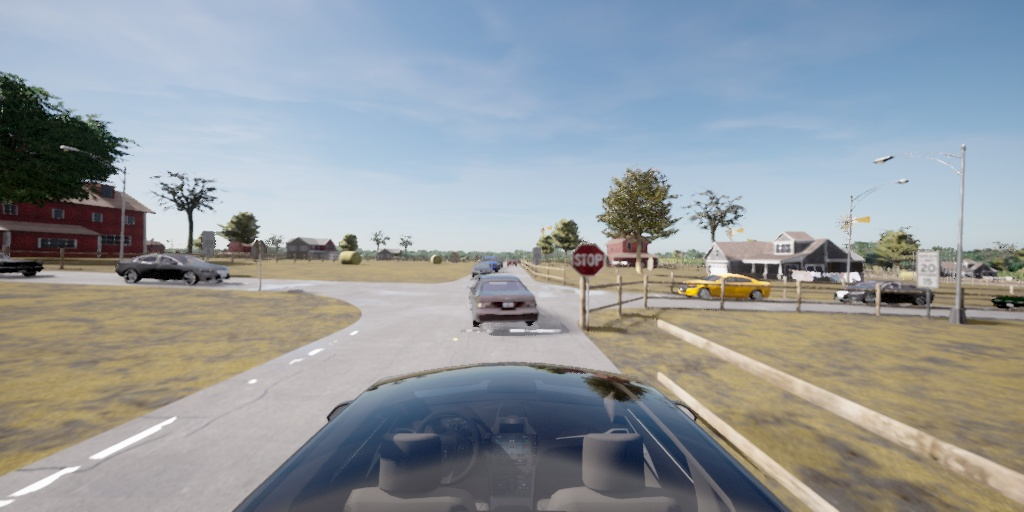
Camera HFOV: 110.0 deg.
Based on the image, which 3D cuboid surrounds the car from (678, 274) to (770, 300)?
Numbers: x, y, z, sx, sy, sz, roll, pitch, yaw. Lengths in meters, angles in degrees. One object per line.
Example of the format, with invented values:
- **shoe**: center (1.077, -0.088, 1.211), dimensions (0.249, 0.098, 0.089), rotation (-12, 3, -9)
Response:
- **car**: center (12.560, 1.809, 21.375), dimensions (5.008, 1.535, 1.882), rotation (2, 0, -2)

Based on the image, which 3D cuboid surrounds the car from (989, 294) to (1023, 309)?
- **car**: center (31.987, 2.715, 21.446), dimensions (4.718, 1.301, 1.895), rotation (2, 0, 0)

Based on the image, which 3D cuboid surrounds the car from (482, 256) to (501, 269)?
- **car**: center (-2.841, 1.073, 45.141), dimensions (2.150, 2.045, 5.566), rotation (0, 0, 0)

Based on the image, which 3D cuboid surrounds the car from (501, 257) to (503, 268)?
- **car**: center (-2.837, 1.234, 55.201), dimensions (2.097, 1.767, 4.553), rotation (0, 0, 0)

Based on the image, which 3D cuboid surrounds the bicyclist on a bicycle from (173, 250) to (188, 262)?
- **bicyclist on a bicycle**: center (-22.619, 0.448, 24.421), dimensions (0.582, 1.620, 1.656), rotation (2, 0, 0)

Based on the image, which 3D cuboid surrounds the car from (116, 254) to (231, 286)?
- **car**: center (-17.257, 0.661, 18.442), dimensions (4.902, 1.511, 2.128), rotation (2, 0, 0)

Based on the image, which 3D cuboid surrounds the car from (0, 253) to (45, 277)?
- **car**: center (-27.360, 0.396, 18.432), dimensions (4.718, 1.301, 1.895), rotation (2, 0, 0)

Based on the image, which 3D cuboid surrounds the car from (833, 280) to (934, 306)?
- **car**: center (22.096, 2.202, 21.441), dimensions (4.902, 1.511, 2.128), rotation (2, 0, 0)

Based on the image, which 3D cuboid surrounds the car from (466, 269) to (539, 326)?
- **car**: center (-0.481, 1.320, 11.815), dimensions (2.033, 1.411, 5.357), rotation (0, 0, -9)

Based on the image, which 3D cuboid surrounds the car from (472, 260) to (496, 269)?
- **car**: center (-2.854, 1.352, 35.177), dimensions (1.812, 1.442, 4.674), rotation (0, 0, 0)
